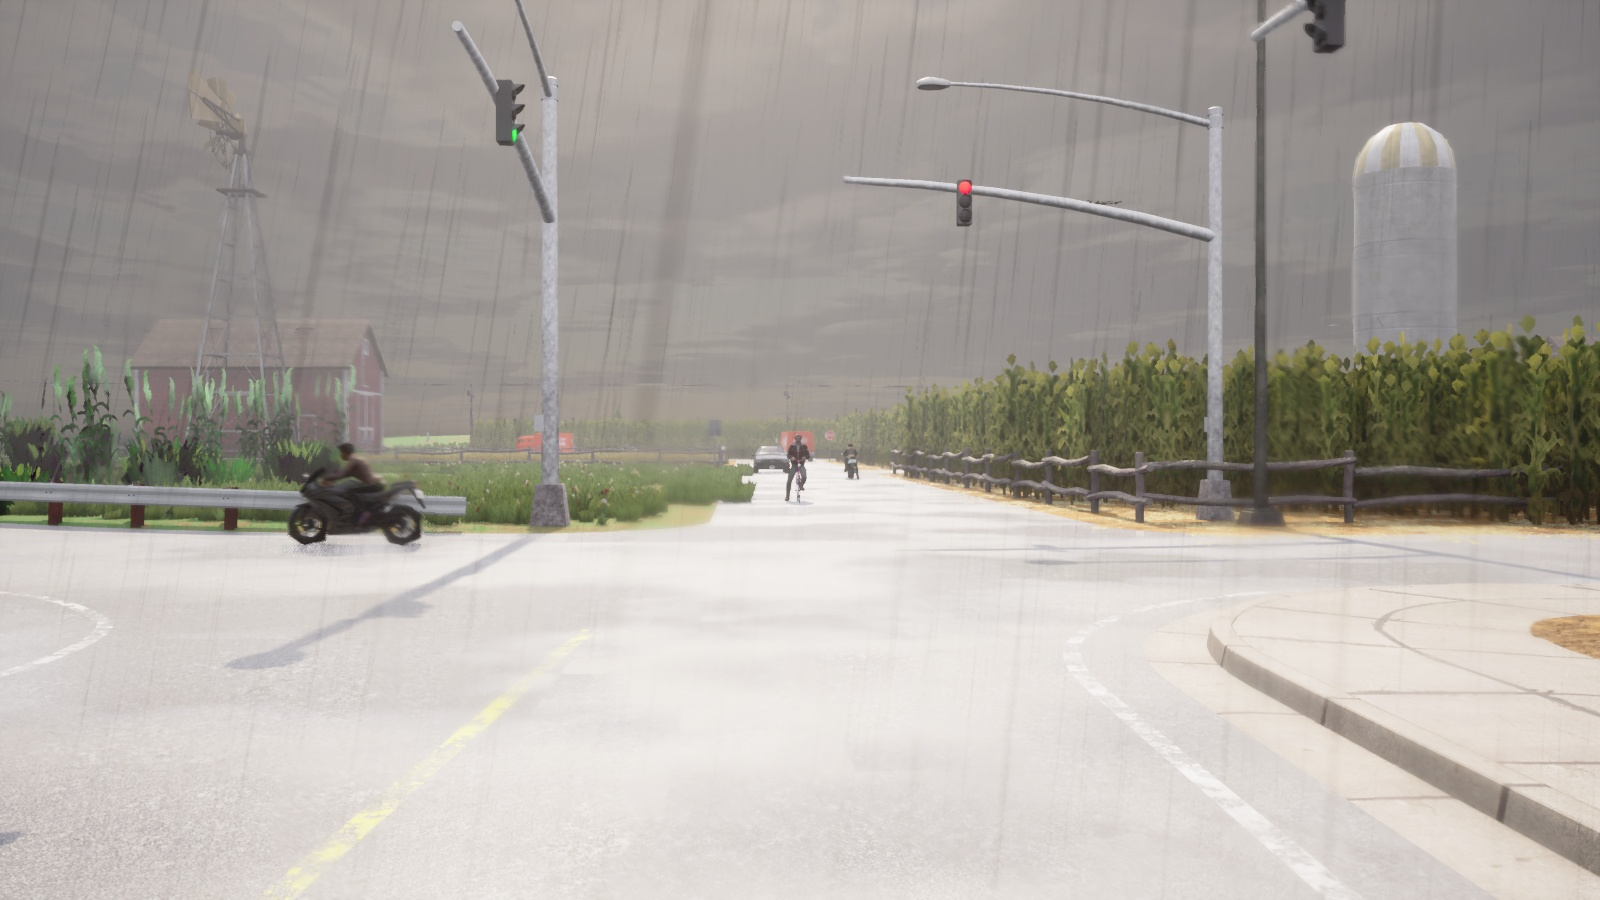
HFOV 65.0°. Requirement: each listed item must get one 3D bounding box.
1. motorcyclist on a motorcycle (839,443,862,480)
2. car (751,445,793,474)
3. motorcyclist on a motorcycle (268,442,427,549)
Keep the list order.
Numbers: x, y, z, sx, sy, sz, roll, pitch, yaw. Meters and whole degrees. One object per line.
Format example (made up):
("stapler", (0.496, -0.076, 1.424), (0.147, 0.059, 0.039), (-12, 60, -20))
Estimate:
("motorcyclist on a motorcycle", (2.136, 0.466, 52.930), (0.797, 1.523, 2.044), (0, 0, -3))
("car", (-1.476, 0.465, 64.313), (2.033, 1.411, 5.357), (0, 0, -3))
("motorcyclist on a motorcycle", (-6.619, 0.647, 18.444), (2.044, 1.523, 0.797), (0, 0, 1))
